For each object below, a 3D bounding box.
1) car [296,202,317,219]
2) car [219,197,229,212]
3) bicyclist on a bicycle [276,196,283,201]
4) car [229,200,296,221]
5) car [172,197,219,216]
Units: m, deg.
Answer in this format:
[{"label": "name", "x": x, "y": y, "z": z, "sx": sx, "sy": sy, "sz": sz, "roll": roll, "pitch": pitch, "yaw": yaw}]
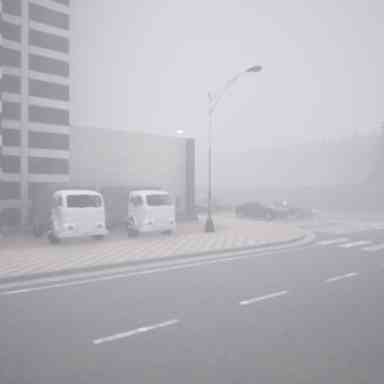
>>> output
[{"label": "car", "x": 8.641, "y": 1.501, "z": 29.403, "sx": 2.128, "sy": 1.511, "sz": 4.902, "roll": 0, "pitch": 0, "yaw": -36}, {"label": "car", "x": 2.713, "y": 1.363, "z": 37.679, "sx": 2.097, "sy": 1.767, "sz": 4.553, "roll": 0, "pitch": 0, "yaw": -36}, {"label": "bicyclist on a bicycle", "x": 11.665, "y": 1.340, "z": 44.043, "sx": 1.656, "sy": 1.620, "sz": 0.582, "roll": 0, "pitch": 0, "yaw": -36}, {"label": "car", "x": 5.709, "y": 1.478, "z": 27.487, "sx": 1.882, "sy": 1.535, "sz": 5.008, "roll": 0, "pitch": 0, "yaw": -36}, {"label": "car", "x": 0.250, "y": 1.478, "z": 35.107, "sx": 1.882, "sy": 1.535, "sz": 5.008, "roll": 0, "pitch": 0, "yaw": -36}]
